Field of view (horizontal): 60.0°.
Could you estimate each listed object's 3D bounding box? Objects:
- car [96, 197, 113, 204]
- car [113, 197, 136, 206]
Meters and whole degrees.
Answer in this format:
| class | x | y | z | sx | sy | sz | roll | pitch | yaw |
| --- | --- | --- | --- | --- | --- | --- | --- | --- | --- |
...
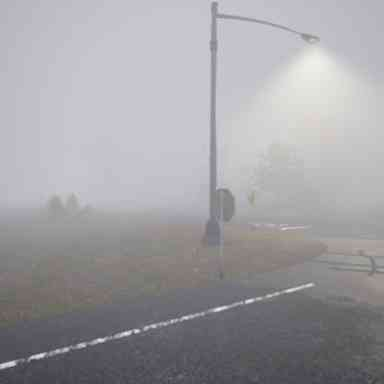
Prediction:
| class | x | y | z | sx | sy | sz | roll | pitch | yaw |
| --- | --- | --- | --- | --- | --- | --- | --- | --- | --- |
| car | -16.038 | 1.524 | 61.100 | 1.895 | 1.301 | 4.718 | 0 | 0 | -34 |
| car | -10.472 | 1.504 | 52.785 | 1.994 | 1.385 | 4.181 | 0 | 0 | -33 |
